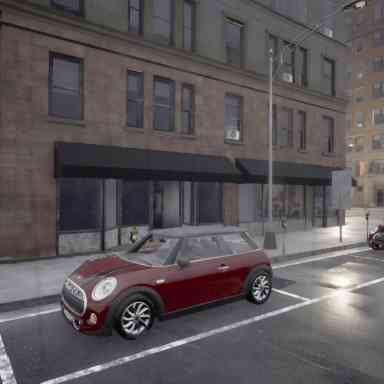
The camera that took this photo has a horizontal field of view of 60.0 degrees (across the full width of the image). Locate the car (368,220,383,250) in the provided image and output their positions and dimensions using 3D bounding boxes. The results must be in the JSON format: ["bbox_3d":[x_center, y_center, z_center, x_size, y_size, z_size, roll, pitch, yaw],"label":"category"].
[{"bbox_3d":[8.598,1.445,12.845,4.097,1.590,1.967,0,0,-35],"label":"car"}]

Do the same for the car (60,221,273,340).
[{"bbox_3d":[-0.362,1.441,6.488,4.097,1.590,1.967,0,0,-35],"label":"car"}]
